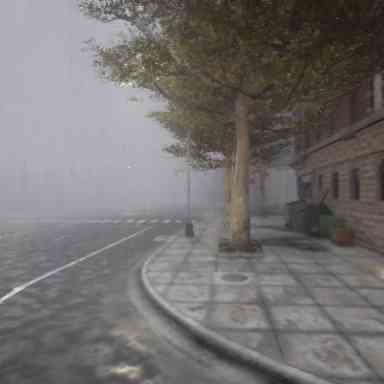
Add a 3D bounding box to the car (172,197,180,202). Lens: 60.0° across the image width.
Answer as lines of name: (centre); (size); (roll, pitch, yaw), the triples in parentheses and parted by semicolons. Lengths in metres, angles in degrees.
car: (-4.527, 2.048, 95.043); (1.882, 1.535, 5.008); (0, 0, 6)
